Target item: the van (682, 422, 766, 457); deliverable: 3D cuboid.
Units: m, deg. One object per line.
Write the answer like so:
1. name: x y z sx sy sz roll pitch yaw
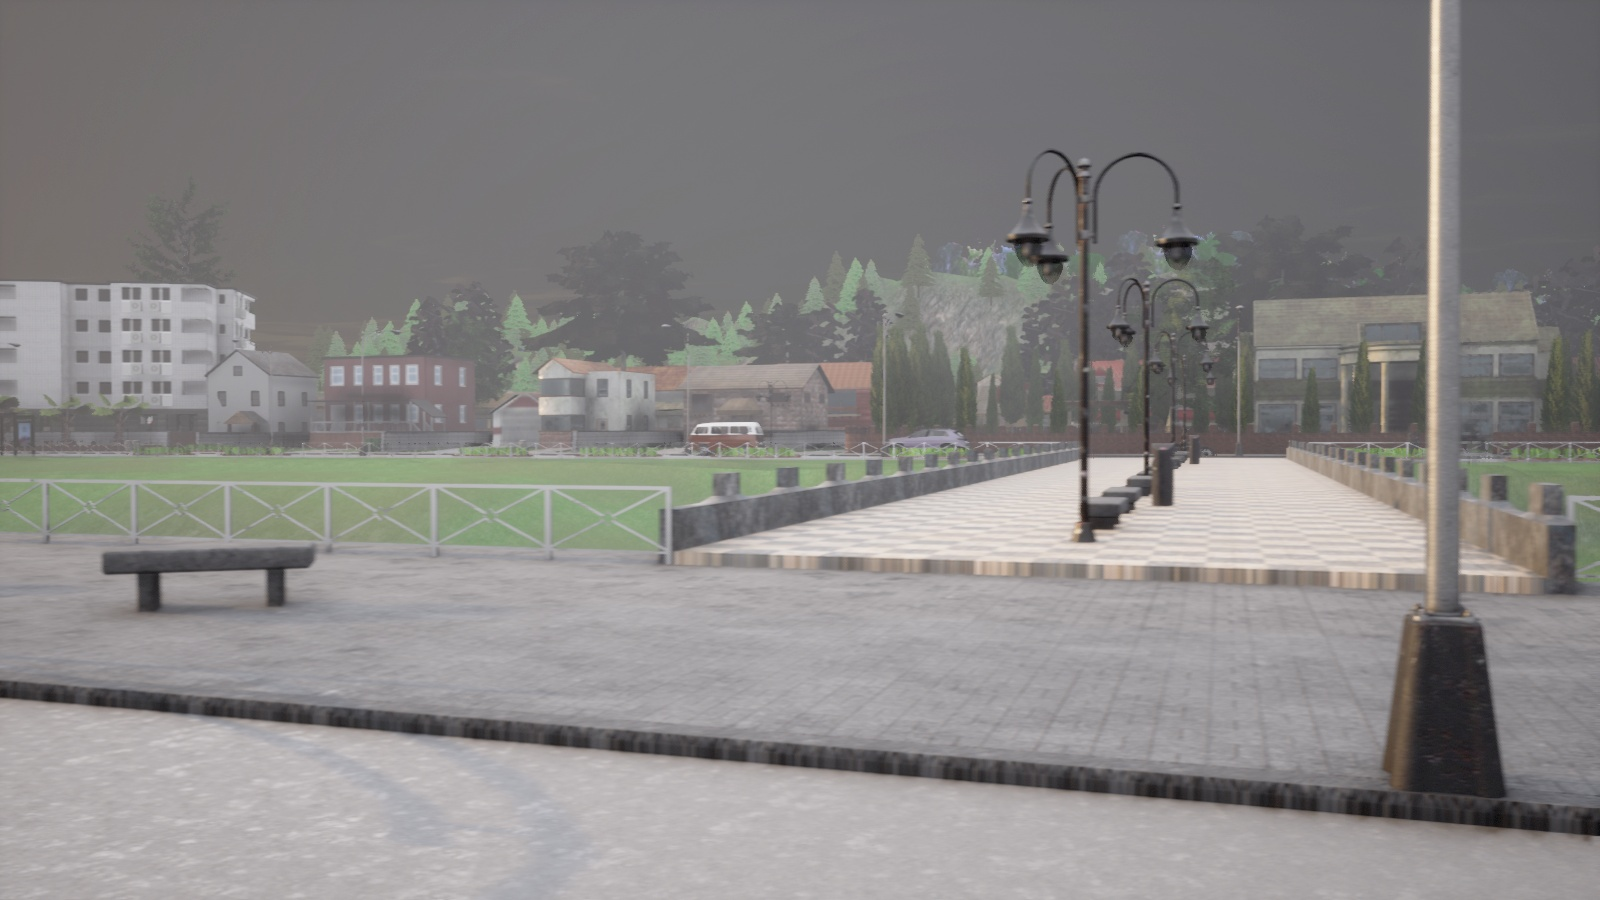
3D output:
1. van: -4.500 -0.660 74.528 4.480 2.038 2.069 1 1 19

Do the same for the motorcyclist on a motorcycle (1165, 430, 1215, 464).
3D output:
1. motorcyclist on a motorcycle: 19.344 -0.148 62.282 2.350 1.649 0.766 1 1 19

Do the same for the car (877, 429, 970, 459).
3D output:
1. car: 6.961 -0.349 70.672 4.856 1.649 2.033 1 1 19
